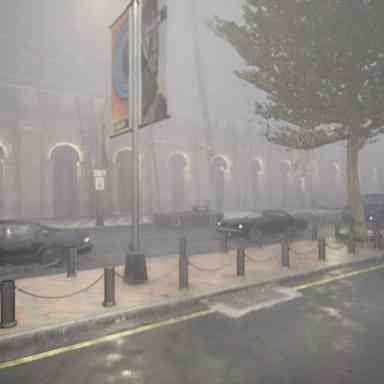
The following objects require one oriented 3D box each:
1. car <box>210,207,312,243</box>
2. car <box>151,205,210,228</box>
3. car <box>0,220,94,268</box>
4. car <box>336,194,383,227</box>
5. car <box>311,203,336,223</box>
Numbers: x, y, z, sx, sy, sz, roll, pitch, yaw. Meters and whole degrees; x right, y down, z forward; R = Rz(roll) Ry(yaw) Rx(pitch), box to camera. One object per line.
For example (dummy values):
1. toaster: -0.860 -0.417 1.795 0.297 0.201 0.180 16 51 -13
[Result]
1. car: 3.431 1.560 16.118 4.718 1.301 1.895 0 0 -35
2. car: -0.237 1.553 21.668 4.718 1.301 1.895 0 0 -35
3. car: -5.719 1.544 9.746 5.357 1.411 2.033 0 0 -35
4. car: 12.420 1.144 22.363 5.566 2.045 2.150 0 0 -35
5. car: 9.657 1.526 24.615 4.718 1.301 1.895 0 0 -34
